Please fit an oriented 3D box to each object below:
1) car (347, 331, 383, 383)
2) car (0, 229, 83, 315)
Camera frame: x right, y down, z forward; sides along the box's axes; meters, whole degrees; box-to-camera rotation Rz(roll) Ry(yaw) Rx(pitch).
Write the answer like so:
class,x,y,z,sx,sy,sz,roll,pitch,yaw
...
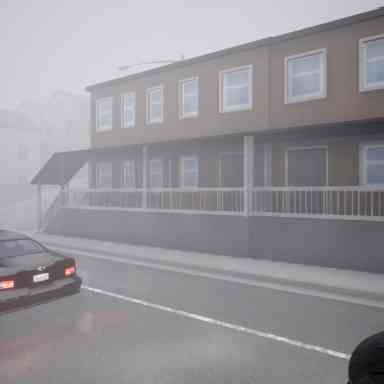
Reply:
class,x,y,z,sx,sy,sz,roll,pitch,yaw
car,3.438,1.478,1.536,5.008,1.535,1.882,0,0,35
car,-4.687,1.547,7.306,5.357,1.411,2.033,0,0,36
